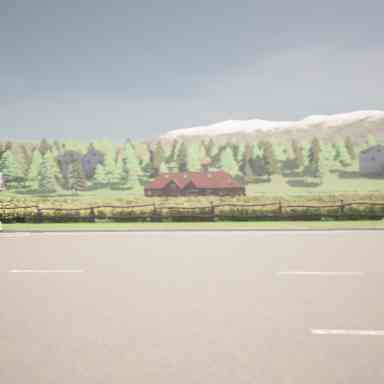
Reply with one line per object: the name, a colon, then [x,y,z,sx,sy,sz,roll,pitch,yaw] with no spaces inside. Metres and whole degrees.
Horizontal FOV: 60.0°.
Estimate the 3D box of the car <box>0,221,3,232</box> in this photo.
car: [-11.158,1.513,15.249,4.674,1.442,1.812,-1,1,6]
